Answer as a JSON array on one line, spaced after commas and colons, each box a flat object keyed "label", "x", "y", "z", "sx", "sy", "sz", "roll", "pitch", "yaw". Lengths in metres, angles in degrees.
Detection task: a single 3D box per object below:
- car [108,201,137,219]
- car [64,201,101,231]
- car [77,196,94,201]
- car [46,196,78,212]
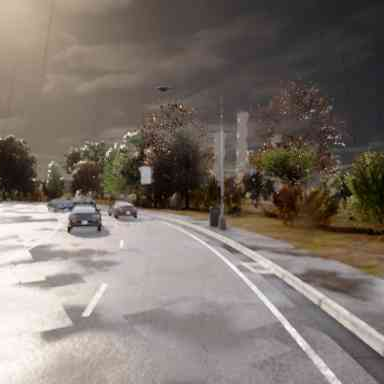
[{"label": "car", "x": -5.993, "y": 1.475, "z": 28.561, "sx": 1.812, "sy": 1.442, "sz": 4.674, "roll": 1, "pitch": 0, "yaw": -23}, {"label": "car", "x": -6.515, "y": 1.474, "z": 20.187, "sx": 1.812, "sy": 1.442, "sz": 4.674, "roll": 0, "pitch": 0, "yaw": -17}, {"label": "car", "x": -13.685, "y": 1.246, "z": 41.158, "sx": 2.097, "sy": 1.767, "sz": 4.553, "roll": 1, "pitch": 0, "yaw": -39}, {"label": "car", "x": -14.731, "y": 1.419, "z": 37.007, "sx": 2.033, "sy": 1.411, "sz": 5.357, "roll": 1, "pitch": 0, "yaw": -35}]
